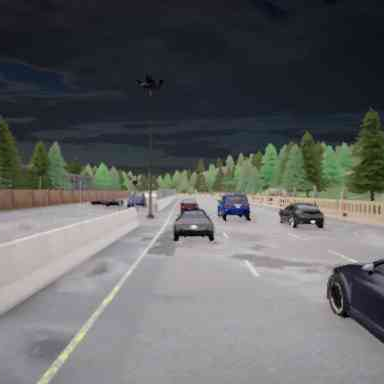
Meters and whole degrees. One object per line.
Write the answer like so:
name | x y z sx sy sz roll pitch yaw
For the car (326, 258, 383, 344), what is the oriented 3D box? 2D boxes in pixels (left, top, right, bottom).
car | 3.597 1.562 4.787 1.994 1.385 4.181 0 0 0

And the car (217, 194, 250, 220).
car | 3.381 1.208 27.674 2.150 2.045 5.566 0 0 -2

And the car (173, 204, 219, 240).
car | 0.073 1.556 17.088 1.994 1.385 4.181 0 0 0

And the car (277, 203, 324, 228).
car | 7.015 1.494 21.812 1.837 1.490 4.892 0 0 -1

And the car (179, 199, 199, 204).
car | -0.325 1.461 34.639 1.882 1.535 5.008 0 0 -2

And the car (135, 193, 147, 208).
car | -7.829 1.200 48.204 2.150 2.045 5.566 0 0 -1
